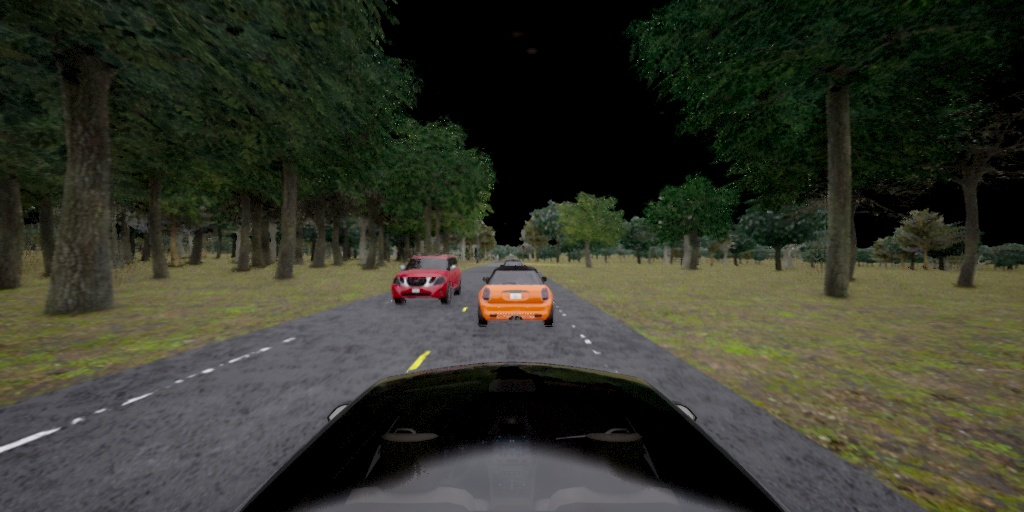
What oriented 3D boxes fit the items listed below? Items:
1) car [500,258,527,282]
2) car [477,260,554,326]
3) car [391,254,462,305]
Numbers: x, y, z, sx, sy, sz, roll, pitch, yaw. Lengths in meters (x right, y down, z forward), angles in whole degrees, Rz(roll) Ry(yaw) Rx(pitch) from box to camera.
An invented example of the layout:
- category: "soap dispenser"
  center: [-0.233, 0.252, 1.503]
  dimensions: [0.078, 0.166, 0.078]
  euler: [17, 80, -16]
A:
- category: "car"
  center: [0.105, 1.078, 29.410]
  dimensions: [2.097, 1.767, 4.553]
  euler: [0, 0, 0]
- category: "car"
  center: [0.101, 1.081, 11.635]
  dimensions: [2.097, 1.767, 4.553]
  euler: [0, 0, 0]
- category: "car"
  center: [-3.595, 0.945, 16.171]
  dimensions: [2.150, 2.045, 5.566]
  euler: [0, 0, 0]
